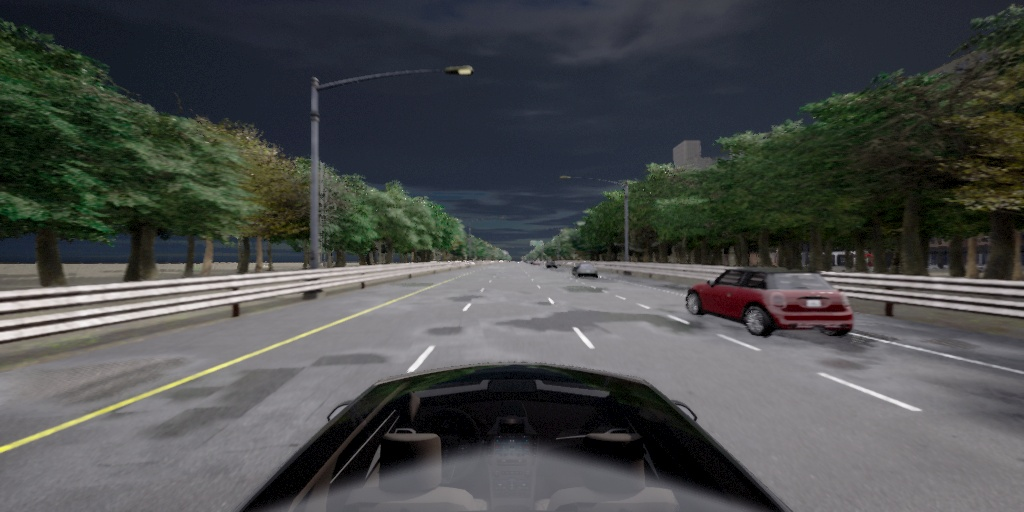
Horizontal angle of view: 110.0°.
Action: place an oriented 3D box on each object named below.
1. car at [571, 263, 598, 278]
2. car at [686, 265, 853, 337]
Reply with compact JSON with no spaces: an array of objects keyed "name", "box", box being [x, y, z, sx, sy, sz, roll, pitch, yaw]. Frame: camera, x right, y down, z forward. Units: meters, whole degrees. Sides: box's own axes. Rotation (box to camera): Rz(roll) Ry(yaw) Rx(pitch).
[{"name":"car","box":[7.006,1.375,34.973,1.994,1.385,4.181,0,0,0]},{"name":"car","box":[6.997,1.106,10.438,2.097,1.767,4.553,0,0,0]}]
